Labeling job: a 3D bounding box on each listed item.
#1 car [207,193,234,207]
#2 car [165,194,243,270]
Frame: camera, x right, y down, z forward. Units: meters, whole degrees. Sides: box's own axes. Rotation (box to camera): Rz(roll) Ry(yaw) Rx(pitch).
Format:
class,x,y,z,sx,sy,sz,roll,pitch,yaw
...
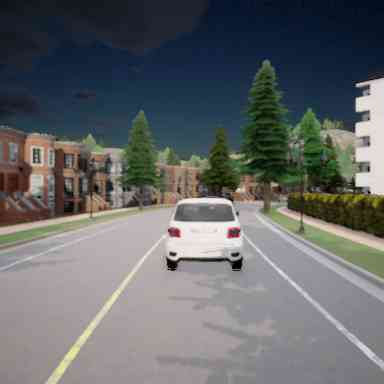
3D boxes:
class,x,y,z,sx,sy,sz,roll,pitch,yaw
car,4.602,1.158,52.806,2.150,2.045,5.566,0,0,28
car,0.440,1.207,11.134,2.150,2.045,5.566,0,0,3
